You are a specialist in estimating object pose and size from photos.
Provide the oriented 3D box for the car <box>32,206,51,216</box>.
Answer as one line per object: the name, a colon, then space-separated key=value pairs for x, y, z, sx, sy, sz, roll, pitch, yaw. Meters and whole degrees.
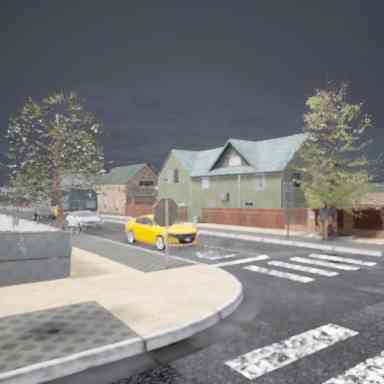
car: x=-24.239 y=3.034 z=53.611 sx=1.895 sy=1.301 sz=4.718 roll=0 pitch=-1 yaw=-35

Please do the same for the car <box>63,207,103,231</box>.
car: x=-8.737 y=2.241 z=26.859 sx=1.812 sy=1.442 sz=4.674 roll=0 pitch=-1 yaw=-36

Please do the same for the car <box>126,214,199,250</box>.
car: x=-1.638 y=1.904 z=16.945 sx=1.882 sy=1.535 sz=5.008 roll=0 pitch=-1 yaw=-36

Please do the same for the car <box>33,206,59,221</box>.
car: x=-17.242 y=2.569 z=38.814 sx=1.837 sy=1.490 sz=4.892 roll=0 pitch=-2 yaw=-35

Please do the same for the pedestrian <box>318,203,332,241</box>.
pedestrian: x=6.304 y=1.416 z=15.910 sx=0.375 sy=1.860 sz=0.375 roll=-2 pitch=1 yaw=-36
